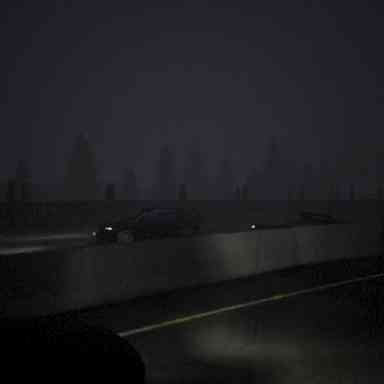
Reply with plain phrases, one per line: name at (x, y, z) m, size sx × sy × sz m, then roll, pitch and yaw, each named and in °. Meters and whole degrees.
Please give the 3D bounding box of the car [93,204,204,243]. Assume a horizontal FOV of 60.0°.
car at (-1.906, 1.465, 14.947) m, size 4.902 × 1.511 × 2.128 m, roll 0°, pitch 0°, yaw -31°

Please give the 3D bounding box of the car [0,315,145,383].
car at (-2.615, 1.468, 1.742) m, size 5.008 × 1.535 × 1.882 m, roll 0°, pitch 0°, yaw -36°

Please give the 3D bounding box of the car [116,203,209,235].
car at (-1.677, 1.464, 19.127) m, size 4.902 × 1.511 × 2.128 m, roll 0°, pitch 0°, yaw -29°

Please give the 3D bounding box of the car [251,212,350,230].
car at (4.901, 1.591, 14.809) m, size 4.718 × 1.301 × 1.895 m, roll 0°, pitch 0°, yaw -27°
